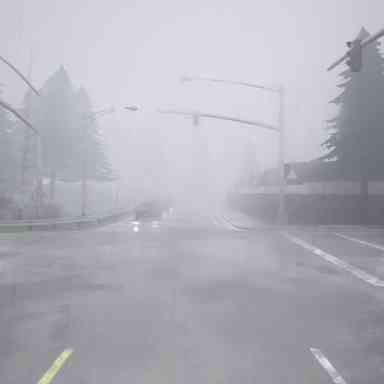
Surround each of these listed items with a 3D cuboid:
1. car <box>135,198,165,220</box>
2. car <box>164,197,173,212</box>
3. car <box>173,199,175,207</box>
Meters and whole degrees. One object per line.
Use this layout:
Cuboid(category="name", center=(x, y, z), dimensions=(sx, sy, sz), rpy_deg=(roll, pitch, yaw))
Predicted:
Cuboid(category="car", center=(-3.596, 1.505, 28.033), dimensions=(1.837, 1.490, 4.892), rpy_deg=(0, 0, 0))
Cuboid(category="car", center=(-3.588, 1.564, 37.947), dimensions=(1.994, 1.385, 4.181), rpy_deg=(0, 0, 0))
Cuboid(category="car", center=(-3.502, 1.504, 48.302), dimensions=(1.837, 1.490, 4.892), rpy_deg=(0, 0, 2))
